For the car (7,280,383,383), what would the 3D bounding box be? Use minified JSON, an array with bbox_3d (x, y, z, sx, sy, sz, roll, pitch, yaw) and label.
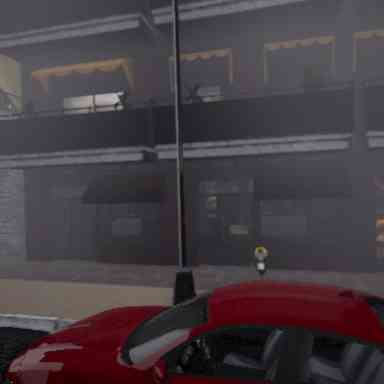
[{"bbox_3d":[0.573,1.528,2.950,4.507,1.381,1.887,-1,-1,13],"label":"car"}]
